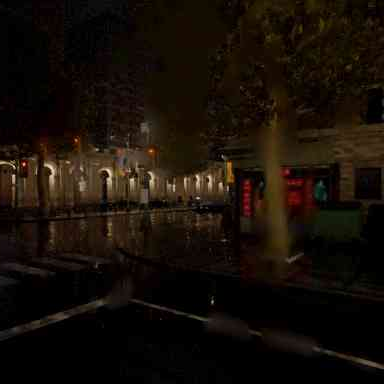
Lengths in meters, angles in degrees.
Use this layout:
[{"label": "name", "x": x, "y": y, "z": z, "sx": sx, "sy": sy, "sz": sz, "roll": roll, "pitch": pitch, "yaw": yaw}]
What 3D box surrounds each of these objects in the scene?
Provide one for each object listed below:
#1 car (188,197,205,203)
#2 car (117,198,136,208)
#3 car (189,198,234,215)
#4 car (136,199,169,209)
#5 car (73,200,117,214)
[{"label": "car", "x": 1.339, "y": 1.547, "z": 52.533, "sx": 2.033, "sy": 1.411, "sz": 5.357, "roll": 0, "pitch": 0, "yaw": 36}, {"label": "car", "x": -10.214, "y": 1.595, "z": 47.895, "sx": 1.895, "sy": 1.301, "sz": 4.718, "roll": 0, "pitch": 0, "yaw": 36}, {"label": "car", "x": 2.360, "y": 1.547, "z": 33.953, "sx": 2.033, "sy": 1.411, "sz": 5.357, "roll": 0, "pitch": 0, "yaw": 36}, {"label": "car", "x": -4.913, "y": 1.564, "z": 43.889, "sx": 1.994, "sy": 1.385, "sz": 4.181, "roll": 0, "pitch": 0, "yaw": 35}, {"label": "car", "x": -10.674, "y": 1.564, "z": 35.884, "sx": 1.994, "sy": 1.385, "sz": 4.181, "roll": 0, "pitch": 0, "yaw": 36}]
